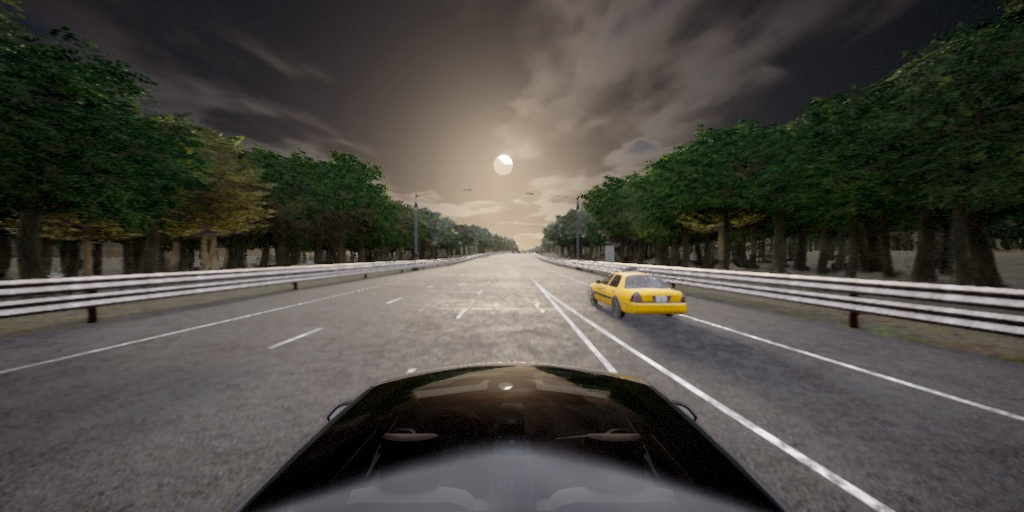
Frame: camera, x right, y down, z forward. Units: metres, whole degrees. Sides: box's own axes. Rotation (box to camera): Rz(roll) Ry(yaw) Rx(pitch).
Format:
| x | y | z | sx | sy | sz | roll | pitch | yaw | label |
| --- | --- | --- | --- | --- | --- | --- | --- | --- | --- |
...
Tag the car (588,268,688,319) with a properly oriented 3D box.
| x | y | z | sx | sy | sz | roll | pitch | yaw | label |
| --- | --- | --- | --- | --- | --- | --- | --- | --- | --- |
| 4.139 | 1.204 | 12.804 | 1.801 | 1.575 | 5.366 | 0 | 0 | -3 | car |
